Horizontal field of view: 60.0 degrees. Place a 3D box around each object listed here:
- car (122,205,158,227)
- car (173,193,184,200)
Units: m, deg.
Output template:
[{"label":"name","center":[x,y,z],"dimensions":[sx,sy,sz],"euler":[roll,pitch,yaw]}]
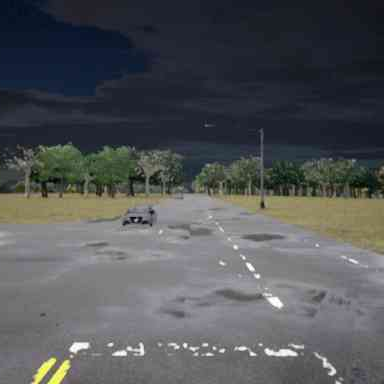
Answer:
[{"label":"car","center":[-3.494,1.572,22.828],"dimensions":[1.994,1.385,4.181],"euler":[0,0,0]},{"label":"car","center":[-3.228,1.109,80.092],"dimensions":[2.097,1.767,4.553],"euler":[0,0,4]}]
